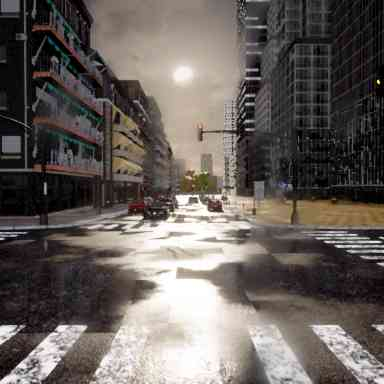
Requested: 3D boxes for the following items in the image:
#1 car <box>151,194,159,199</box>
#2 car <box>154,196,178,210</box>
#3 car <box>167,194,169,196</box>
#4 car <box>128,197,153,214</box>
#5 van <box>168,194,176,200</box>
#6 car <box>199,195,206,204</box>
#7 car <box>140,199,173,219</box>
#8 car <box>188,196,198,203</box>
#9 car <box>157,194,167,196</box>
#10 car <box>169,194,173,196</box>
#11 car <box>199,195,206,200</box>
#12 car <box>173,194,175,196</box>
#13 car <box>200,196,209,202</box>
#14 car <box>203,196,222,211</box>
[{"bbox_3d":[-5.612,1.435,40.949,1.967,1.590,4.097,-1,0,0],"label":"car"},{"bbox_3d":[-3.008,1.500,38.983,1.837,1.490,4.892,0,0,0],"label":"car"},{"bbox_3d":[-5.574,1.438,57.896,1.967,1.590,4.097,-1,0,0],"label":"car"},{"bbox_3d":[-5.623,1.540,35.300,1.887,1.381,4.507,-1,0,0],"label":"car"},{"bbox_3d":[-5.499,1.349,91.789,1.690,1.788,3.998,-1,0,0],"label":"van"},{"bbox_3d":[2.788,1.550,63.584,2.008,1.369,4.403,-1,0,0],"label":"car"},{"bbox_3d":[-3.035,1.559,29.073,1.994,1.385,4.181,0,0,0],"label":"car"},{"bbox_3d":[0.256,1.564,69.770,1.994,1.385,4.181,0,0,0],"label":"car"},{"bbox_3d":[-5.588,1.311,52.248,2.192,1.841,5.009,-1,0,0],"label":"car"},{"bbox_3d":[-5.546,1.582,69.194,1.802,1.307,4.206,-1,0,0],"label":"car"},{"bbox_3d":[2.851,1.533,91.999,1.752,1.417,4.829,-1,0,0],"label":"car"},{"bbox_3d":[-5.512,1.320,86.141,2.192,1.841,5.009,-1,0,0],"label":"car"},{"bbox_3d":[2.814,1.546,74.882,1.887,1.381,4.507,-1,0,0],"label":"car"},{"bbox_3d":[2.737,1.540,40.988,1.887,1.381,4.507,-1,0,0],"label":"car"}]
